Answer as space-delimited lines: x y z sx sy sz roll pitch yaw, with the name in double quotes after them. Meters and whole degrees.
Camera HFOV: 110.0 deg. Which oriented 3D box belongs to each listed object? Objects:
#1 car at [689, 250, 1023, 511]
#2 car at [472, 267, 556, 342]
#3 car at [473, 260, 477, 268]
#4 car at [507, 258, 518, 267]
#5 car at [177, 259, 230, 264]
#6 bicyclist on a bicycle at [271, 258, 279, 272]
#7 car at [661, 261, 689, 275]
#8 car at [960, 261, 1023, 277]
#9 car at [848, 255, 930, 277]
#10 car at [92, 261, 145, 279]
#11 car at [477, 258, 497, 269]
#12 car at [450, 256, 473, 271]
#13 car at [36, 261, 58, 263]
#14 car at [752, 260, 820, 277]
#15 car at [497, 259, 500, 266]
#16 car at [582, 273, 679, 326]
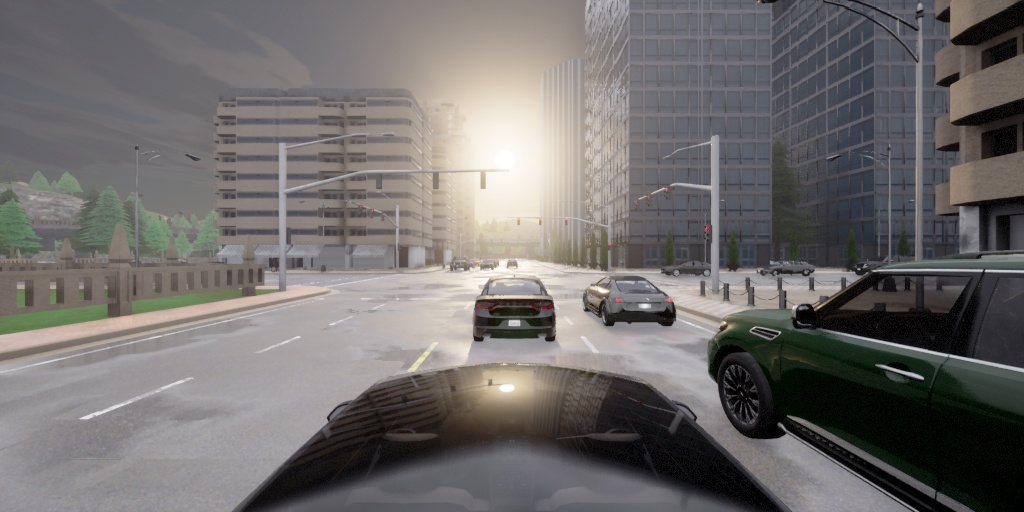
3.601 0.971 2.268 2.150 2.045 5.566 0 0 0 "car"
0.063 1.228 9.841 1.882 1.535 5.008 0 0 0 "car"
-7.125 1.255 59.278 1.837 1.490 4.892 0 0 0 "car"
0.054 1.276 64.019 1.812 1.442 4.674 0 0 0 "car"
-22.929 1.199 27.898 4.892 1.490 1.837 0 0 3 "car"
-26.109 0.995 39.787 0.582 1.620 1.656 0 0 7 "bicyclist on a bicycle"
16.953 1.199 34.633 4.892 1.490 1.837 0 0 0 "car"
46.533 1.220 34.450 4.674 1.442 1.812 0 0 1 "car"
36.194 0.916 34.530 5.566 2.045 2.150 0 0 0 "car"
-32.962 1.295 29.217 4.718 1.301 1.895 0 0 15 "car"
-3.632 1.255 52.945 1.837 1.490 4.892 0 0 0 "car"
-7.132 0.972 49.574 2.150 2.045 5.566 0 0 0 "car"
-43.894 1.220 33.877 4.674 1.442 1.812 0 0 32 "car"
26.315 1.186 34.582 4.902 1.511 2.128 0 0 0 "car"
-3.613 1.241 62.285 2.128 1.511 4.902 0 0 0 "car"
3.571 1.314 11.622 1.994 1.385 4.181 0 0 0 "car"
